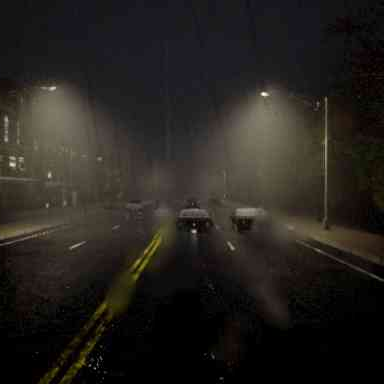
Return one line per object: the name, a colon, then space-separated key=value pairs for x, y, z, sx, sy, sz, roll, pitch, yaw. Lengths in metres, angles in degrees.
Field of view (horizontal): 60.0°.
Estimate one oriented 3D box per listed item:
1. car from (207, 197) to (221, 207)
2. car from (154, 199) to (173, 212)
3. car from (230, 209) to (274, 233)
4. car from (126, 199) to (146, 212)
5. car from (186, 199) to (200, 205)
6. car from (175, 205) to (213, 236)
car: x=3.359 y=1.530 z=51.324 sx=2.128 sy=1.511 sz=4.902 roll=0 pitch=0 yaw=0
car: x=-3.328 y=1.581 z=39.943 sx=2.033 sy=1.411 sz=5.357 roll=0 pitch=0 yaw=0
car: x=3.354 y=1.619 z=19.672 sx=1.895 sy=1.301 sz=4.718 roll=0 pitch=0 yaw=0
car: x=-6.578 y=1.558 z=39.352 sx=1.812 sy=1.442 sz=4.674 roll=0 pitch=0 yaw=0
car: x=0.108 y=1.584 z=44.826 sx=2.033 sy=1.411 sz=5.357 roll=0 pitch=0 yaw=0
car: x=0.104 y=1.617 z=18.411 sx=1.895 sy=1.301 sz=4.718 roll=0 pitch=0 yaw=0
